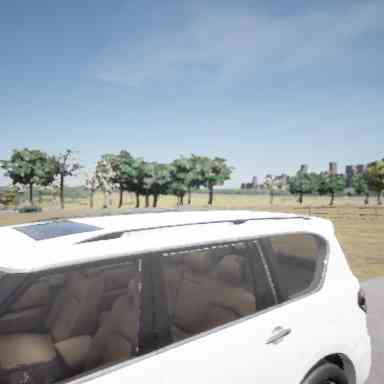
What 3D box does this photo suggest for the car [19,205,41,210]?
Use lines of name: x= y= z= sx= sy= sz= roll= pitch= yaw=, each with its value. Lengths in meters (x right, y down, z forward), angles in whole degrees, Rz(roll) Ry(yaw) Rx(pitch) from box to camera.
car: x=-34.474 y=3.639 z=71.268 sx=4.553 sy=1.767 sz=2.097 roll=0 pitch=0 yaw=-35

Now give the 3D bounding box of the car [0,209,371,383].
car: x=-0.840 y=1.224 z=2.486 sx=5.566 sy=2.045 sz=2.150 roll=0 pitch=0 yaw=-37
